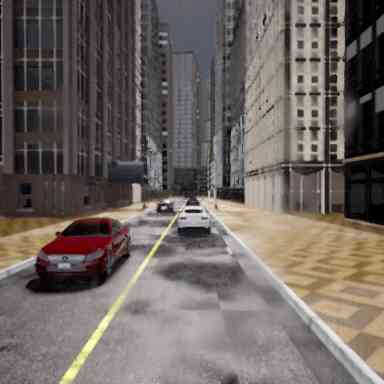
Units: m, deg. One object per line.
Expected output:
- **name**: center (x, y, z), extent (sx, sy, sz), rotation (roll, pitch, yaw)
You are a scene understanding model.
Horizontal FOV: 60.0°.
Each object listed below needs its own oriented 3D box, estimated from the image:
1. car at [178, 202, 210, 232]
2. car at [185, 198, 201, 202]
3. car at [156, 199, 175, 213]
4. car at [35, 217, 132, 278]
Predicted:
- **car**: center (0.103, 1.567, 20.297), extent (1.812, 1.442, 4.674), rotation (0, 0, 0)
- **car**: center (0.104, 1.610, 43.821), extent (1.837, 1.490, 4.892), rotation (0, 0, 0)
- **car**: center (-3.009, 1.581, 38.164), extent (2.128, 1.511, 4.902), rotation (0, 0, 0)
- **car**: center (-3.082, 1.546, 10.384), extent (1.812, 1.442, 4.674), rotation (0, 0, 0)
